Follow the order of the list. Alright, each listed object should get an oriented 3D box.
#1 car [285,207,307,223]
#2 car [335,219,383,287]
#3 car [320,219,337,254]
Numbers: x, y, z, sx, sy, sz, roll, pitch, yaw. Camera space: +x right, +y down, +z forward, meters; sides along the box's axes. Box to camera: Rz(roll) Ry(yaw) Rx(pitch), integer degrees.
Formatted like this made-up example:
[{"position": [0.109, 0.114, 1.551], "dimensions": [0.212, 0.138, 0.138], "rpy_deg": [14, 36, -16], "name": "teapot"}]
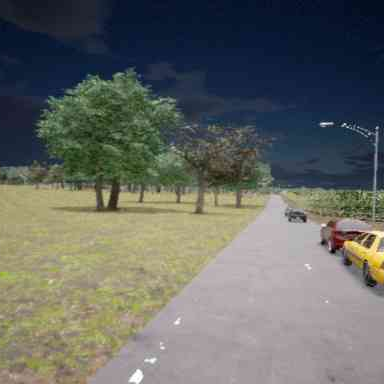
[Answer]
[{"position": [11.943, 2.606, 37.842], "dimensions": [1.837, 1.490, 4.892], "rpy_deg": [2, -1, 15], "name": "car"}, {"position": [5.973, 1.847, 10.209], "dimensions": [1.801, 1.575, 5.366], "rpy_deg": [2, -1, 14], "name": "car"}, {"position": [7.360, 2.008, 15.852], "dimensions": [1.882, 1.535, 5.008], "rpy_deg": [2, -1, 14], "name": "car"}]
